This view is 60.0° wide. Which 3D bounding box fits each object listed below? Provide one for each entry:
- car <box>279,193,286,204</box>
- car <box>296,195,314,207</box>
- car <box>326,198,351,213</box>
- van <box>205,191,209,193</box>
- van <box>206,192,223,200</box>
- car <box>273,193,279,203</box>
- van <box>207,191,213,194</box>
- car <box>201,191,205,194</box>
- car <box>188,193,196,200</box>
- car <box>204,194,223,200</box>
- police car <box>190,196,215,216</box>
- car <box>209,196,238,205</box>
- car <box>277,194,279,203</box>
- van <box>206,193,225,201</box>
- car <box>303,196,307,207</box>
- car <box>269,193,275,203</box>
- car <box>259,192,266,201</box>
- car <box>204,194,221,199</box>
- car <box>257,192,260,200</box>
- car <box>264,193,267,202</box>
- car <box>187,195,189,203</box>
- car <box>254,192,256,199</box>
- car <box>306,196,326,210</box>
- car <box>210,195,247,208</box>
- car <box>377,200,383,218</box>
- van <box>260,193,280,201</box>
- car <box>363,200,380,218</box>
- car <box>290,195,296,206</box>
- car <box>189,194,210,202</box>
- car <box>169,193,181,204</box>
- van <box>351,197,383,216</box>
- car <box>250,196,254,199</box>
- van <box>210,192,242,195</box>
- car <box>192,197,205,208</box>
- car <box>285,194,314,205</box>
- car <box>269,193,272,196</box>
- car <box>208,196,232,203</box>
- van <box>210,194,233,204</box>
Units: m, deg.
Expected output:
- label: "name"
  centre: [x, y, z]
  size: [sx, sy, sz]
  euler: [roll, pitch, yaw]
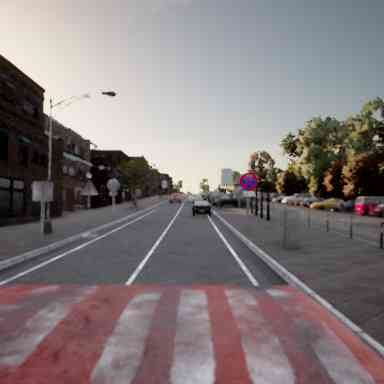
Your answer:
- label: "car"
  centre: [18.762, 1.323, 58.389]
  size: [5.566, 2.045, 2.435]
  euler: [0, 0, 0]
- label: "car"
  centre: [18.810, 1.608, 50.062]
  size: [4.892, 1.521, 2.231]
  euler: [0, 0, 0]
- label: "car"
  centre: [18.792, 1.681, 38.960]
  size: [4.792, 1.488, 2.163]
  euler: [0, 0, 0]
- label: "van"
  centre: [5.799, 1.219, 77.214]
  size: [4.442, 1.987, 1.878]
  euler: [0, 1, 0]
- label: "van"
  centre: [5.786, 1.121, 85.621]
  size: [4.442, 1.987, 1.878]
  euler: [0, 1, 0]
- label: "car"
  centre: [18.777, 1.550, 63.942]
  size: [5.008, 1.535, 2.097]
  euler: [0, 0, 0]
- label: "van"
  centre: [5.587, 1.327, 63.191]
  size: [4.442, 1.987, 1.878]
  euler: [0, 0, 0]
- label: "car"
  centre: [5.650, 1.161, 80.014]
  size: [5.566, 2.045, 2.435]
  euler: [0, 1, 0]
- label: "car"
  centre: [-0.017, 1.190, 85.069]
  size: [2.097, 1.767, 4.553]
  euler: [0, 1, 0]
- label: "car"
  centre: [5.658, 1.314, 88.427]
  size: [4.892, 1.521, 2.231]
  euler: [0, 1, 0]
- label: "police car"
  centre: [0.968, 1.606, 34.564]
  size: [1.930, 1.638, 5.238]
  euler: [0, 0, 0]
- label: "car"
  centre: [5.703, 1.565, 60.386]
  size: [5.008, 1.535, 2.097]
  euler: [0, 0, 0]
- label: "car"
  centre: [18.781, 1.565, 61.164]
  size: [4.892, 1.521, 2.231]
  euler: [0, 0, 0]
- label: "van"
  centre: [5.790, 1.154, 82.818]
  size: [4.442, 1.987, 1.878]
  euler: [0, 1, 0]
- label: "car"
  centre: [18.837, 1.648, 47.287]
  size: [4.792, 1.488, 2.163]
  euler: [0, 0, 0]
- label: "car"
  centre: [18.963, 1.531, 66.719]
  size: [5.366, 1.575, 1.946]
  euler: [0, 0, 0]
- label: "car"
  centre: [18.737, 1.216, 75.046]
  size: [5.566, 2.045, 2.435]
  euler: [0, 1, 0]
- label: "car"
  centre: [5.653, 1.287, 94.033]
  size: [4.674, 1.452, 2.002]
  euler: [0, 1, 0]
- label: "car"
  centre: [18.789, 1.188, 77.823]
  size: [5.566, 2.045, 2.435]
  euler: [0, 1, 0]
- label: "car"
  centre: [18.798, 1.523, 72.274]
  size: [4.792, 1.488, 2.163]
  euler: [0, 1, 0]
- label: "car"
  centre: [-0.014, 1.491, 70.080]
  size: [1.812, 1.442, 4.674]
  euler: [0, 0, 0]
- label: "car"
  centre: [18.938, 1.371, 83.377]
  size: [5.366, 1.575, 1.946]
  euler: [0, 1, 0]
- label: "car"
  centre: [18.627, 1.626, 44.512]
  size: [5.366, 1.575, 1.946]
  euler: [0, 0, 0]
- label: "car"
  centre: [5.536, 1.595, 51.976]
  size: [5.366, 1.575, 1.946]
  euler: [0, 0, 0]
- label: "car"
  centre: [18.833, 1.696, 27.858]
  size: [5.008, 1.535, 2.097]
  euler: [0, 0, 0]
- label: "van"
  centre: [18.873, 1.181, 80.600]
  size: [4.442, 1.987, 1.878]
  euler: [0, 1, 0]
- label: "car"
  centre: [18.831, 1.725, 30.635]
  size: [4.674, 1.452, 2.002]
  euler: [0, 0, 0]
- label: "car"
  centre: [18.805, 1.596, 52.838]
  size: [5.008, 1.535, 2.097]
  euler: [0, 0, 0]
- label: "car"
  centre: [0.965, 1.494, 44.436]
  size: [2.097, 1.767, 4.553]
  euler: [0, 0, 0]
- label: "car"
  centre: [-3.278, 1.251, 65.001]
  size: [2.150, 2.045, 5.566]
  euler: [0, 1, 0]
- label: "van"
  centre: [18.946, 1.447, 33.409]
  size: [4.442, 1.987, 1.878]
  euler: [0, 0, 0]
- label: "car"
  centre: [18.777, 1.090, 86.149]
  size: [5.566, 2.045, 2.435]
  euler: [0, 1, 0]
- label: "van"
  centre: [5.829, 1.351, 57.581]
  size: [4.442, 1.987, 1.878]
  euler: [0, 0, 0]
- label: "car"
  centre: [0.965, 1.622, 50.474]
  size: [1.837, 1.490, 4.892]
  euler: [0, 0, 0]
- label: "car"
  centre: [18.800, 1.585, 55.614]
  size: [5.008, 1.535, 2.097]
  euler: [0, 0, 0]
- label: "car"
  centre: [18.744, 1.548, 69.491]
  size: [4.792, 1.488, 2.163]
  euler: [0, 1, 0]
- label: "car"
  centre: [5.724, 1.550, 68.798]
  size: [4.792, 1.488, 2.163]
  euler: [0, 0, 0]
- label: "van"
  centre: [5.816, 1.311, 65.993]
  size: [4.442, 1.987, 1.878]
  euler: [0, 0, 0]
